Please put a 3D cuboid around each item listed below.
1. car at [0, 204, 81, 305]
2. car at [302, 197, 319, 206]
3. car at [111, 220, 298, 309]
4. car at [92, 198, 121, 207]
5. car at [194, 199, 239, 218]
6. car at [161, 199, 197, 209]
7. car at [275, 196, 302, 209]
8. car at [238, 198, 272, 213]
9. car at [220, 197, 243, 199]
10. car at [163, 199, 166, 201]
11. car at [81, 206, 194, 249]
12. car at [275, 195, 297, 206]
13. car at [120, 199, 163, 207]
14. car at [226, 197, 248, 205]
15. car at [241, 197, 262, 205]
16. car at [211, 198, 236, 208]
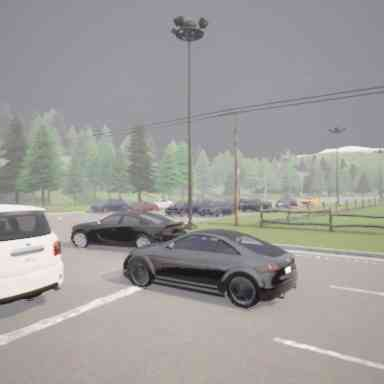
[{"bbox_3d":[-5.261,1.271,6.956,5.566,2.045,2.150,0,0,26],"label":"car"},{"bbox_3d":[19.717,1.570,55.770,1.882,1.535,5.008,0,0,36],"label":"car"},{"bbox_3d":[0.331,1.588,7.982,4.181,1.385,1.994,-1,0,34],"label":"car"},{"bbox_3d":[-9.707,1.534,39.104,2.097,1.767,4.553,0,0,35],"label":"car"},{"bbox_3d":[2.456,1.661,32.074,1.994,1.385,4.181,0,0,36],"label":"car"},{"bbox_3d":[-0.672,1.719,33.716,1.895,1.301,4.718,0,0,33],"label":"car"},{"bbox_3d":[13.407,1.587,47.147,2.128,1.511,4.902,0,0,36],"label":"car"},{"bbox_3d":[7.597,1.697,39.167,1.895,1.301,4.718,0,0,36],"label":"car"},{"bbox_3d":[4.499,1.681,40.860,1.994,1.385,4.181,0,0,36],"label":"car"},{"bbox_3d":[-4.552,1.706,46.244,1.812,1.442,4.674,0,0,36],"label":"car"},{"bbox_3d":[-2.684,1.537,13.633,5.008,1.535,1.882,0,-1,25],"label":"car"},{"bbox_3d":[16.103,1.465,56.750,2.097,1.767,4.553,0,0,36],"label":"car"},{"bbox_3d":[-5.779,1.724,38.607,1.994,1.385,4.181,0,0,36],"label":"car"},{"bbox_3d":[8.740,1.668,64.437,2.128,1.511,4.902,0,0,37],"label":"car"},{"bbox_3d":[11.164,1.633,61.786,1.882,1.535,5.008,0,0,36],"label":"car"},{"bbox_3d":[5.096,1.683,53.555,1.812,1.442,4.674,0,0,36],"label":"car"}]
